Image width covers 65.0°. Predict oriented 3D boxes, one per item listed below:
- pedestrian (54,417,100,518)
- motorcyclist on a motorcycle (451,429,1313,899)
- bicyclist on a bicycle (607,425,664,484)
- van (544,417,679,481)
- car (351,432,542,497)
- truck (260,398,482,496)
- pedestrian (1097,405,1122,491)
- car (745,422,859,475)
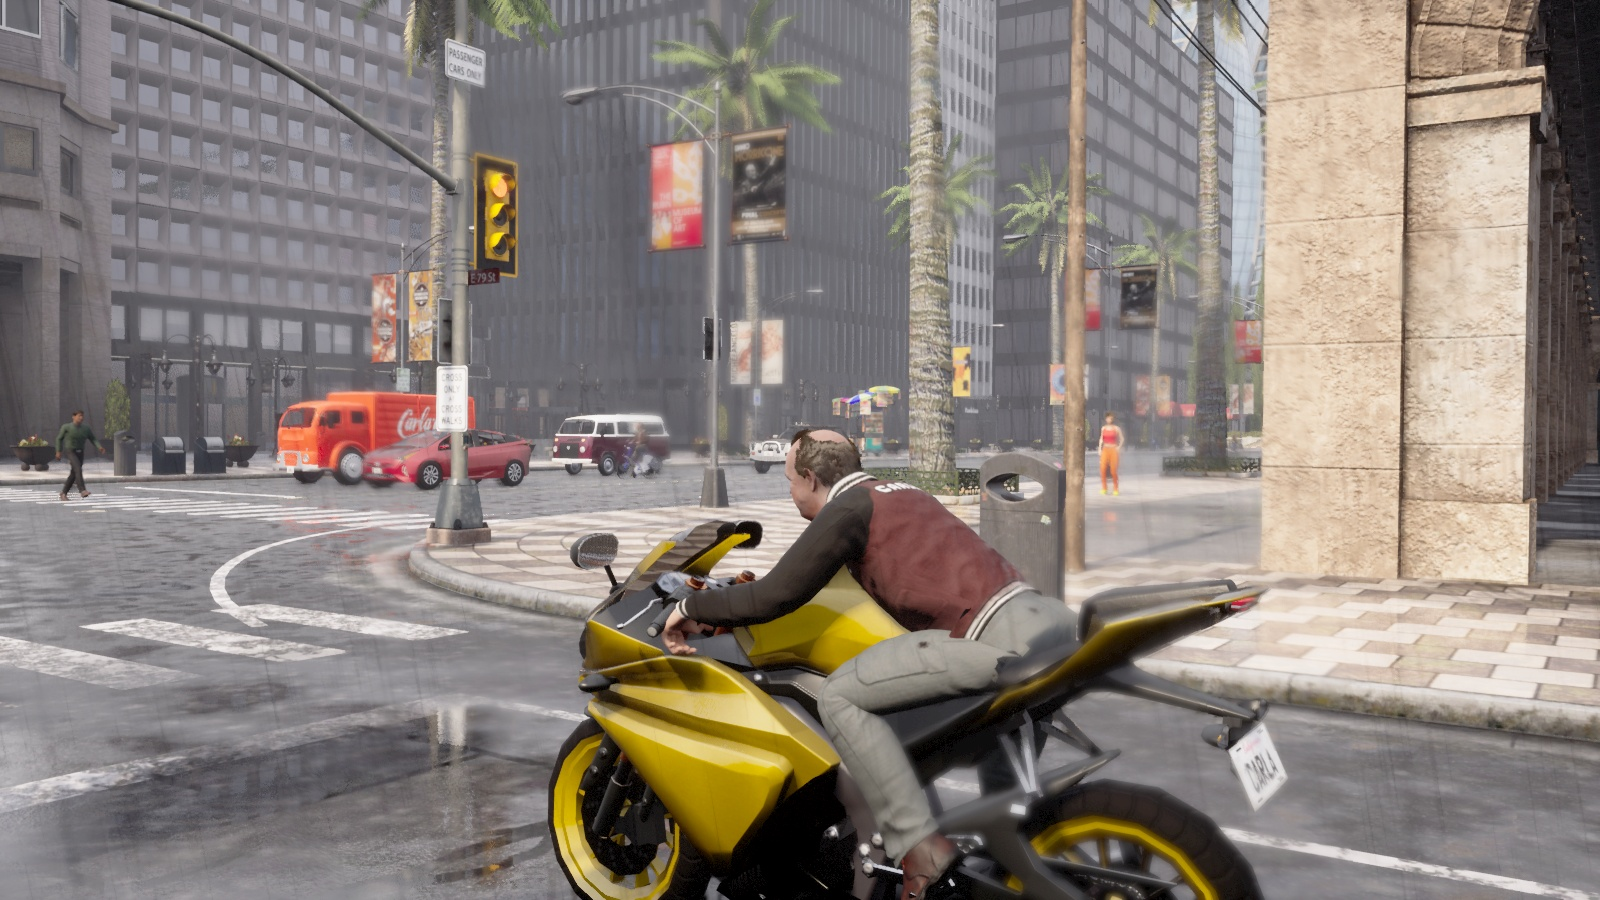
[{"bbox_3d":[-14.187,0.330,24.639,0.788,1.949,0.423,0,1,31],"label":"pedestrian"},{"bbox_3d":[0.146,0.718,3.421,2.191,1.530,0.866,0,1,33],"label":"motorcyclist on a motorcycle"},{"bbox_3d":[-5.020,0.124,38.357,0.659,1.776,1.843,0,1,33],"label":"bicyclist on a bicycle"},{"bbox_3d":[-6.340,-0.071,42.710,2.069,2.038,4.480,0,1,33],"label":"van"},{"bbox_3d":[-8.995,0.318,32.343,2.007,1.525,4.514,0,1,33],"label":"car"},{"bbox_3d":[-11.689,-0.122,34.589,2.627,2.467,5.204,0,1,35],"label":"truck"},{"bbox_3d":[6.709,-0.044,27.199,0.345,1.836,0.594,0,1,33],"label":"pedestrian"},{"bbox_3d":[0.139,-0.084,46.171,1.932,1.855,4.605,0,1,33],"label":"car"}]
